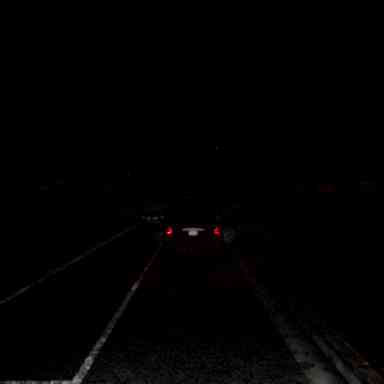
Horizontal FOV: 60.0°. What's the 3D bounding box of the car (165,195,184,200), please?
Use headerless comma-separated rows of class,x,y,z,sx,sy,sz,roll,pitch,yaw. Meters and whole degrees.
car,-2.468,1.375,40.125,2.192,1.841,5.009,0,0,0

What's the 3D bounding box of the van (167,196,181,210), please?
van,-2.445,1.418,45.739,1.690,1.788,3.998,0,0,0

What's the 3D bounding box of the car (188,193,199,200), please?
car,0.290,1.219,69.720,2.150,2.045,5.566,0,0,0

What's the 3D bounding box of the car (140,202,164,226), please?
car,-2.541,1.602,23.283,1.802,1.307,4.206,1,0,0

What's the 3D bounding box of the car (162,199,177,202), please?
car,-2.517,1.582,28.897,2.008,1.369,4.403,0,0,0

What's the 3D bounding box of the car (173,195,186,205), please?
car,-2.375,1.457,62.580,2.192,1.841,5.009,0,0,0

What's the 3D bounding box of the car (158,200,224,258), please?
car,0.048,1.363,13.008,2.097,1.767,4.553,0,0,0
